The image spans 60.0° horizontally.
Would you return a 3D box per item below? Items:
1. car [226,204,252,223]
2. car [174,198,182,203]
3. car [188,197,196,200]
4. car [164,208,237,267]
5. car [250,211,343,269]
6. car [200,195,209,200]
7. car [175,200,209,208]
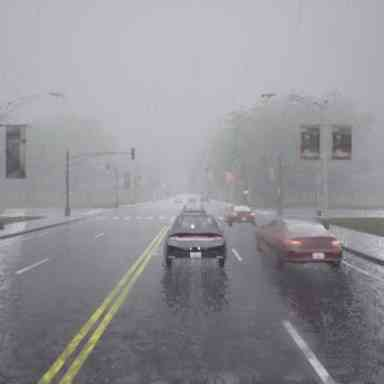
[{"bbox_3d":[3.362,1.590,23.661,1.812,1.442,4.674,0,0,1],"label":"car"},{"bbox_3d":[-3.245,2.034,78.503,1.895,1.301,4.718,0,-1,0],"label":"car"},{"bbox_3d":[0.007,2.020,87.180,1.882,1.535,5.008,0,-1,0],"label":"car"},{"bbox_3d":[0.101,1.511,11.492,2.128,1.511,4.902,0,0,0],"label":"car"},{"bbox_3d":[3.350,1.545,11.129,1.812,1.442,4.674,0,0,0],"label":"car"},{"bbox_3d":[3.257,1.769,87.247,2.150,2.045,5.566,0,-1,0],"label":"car"},{"bbox_3d":[0.102,1.550,22.545,2.128,1.511,4.902,0,0,0],"label":"car"}]
